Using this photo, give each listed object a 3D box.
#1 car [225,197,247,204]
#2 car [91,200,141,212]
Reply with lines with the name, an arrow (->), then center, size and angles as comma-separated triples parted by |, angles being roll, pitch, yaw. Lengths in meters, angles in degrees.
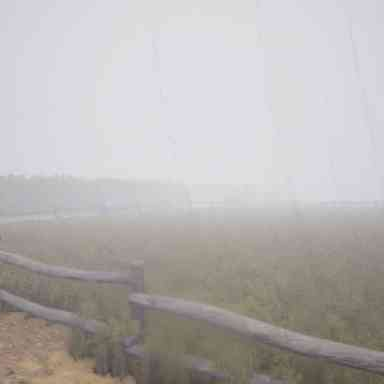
car -> 6.542, 1.464, 47.913 | 2.128, 1.511, 4.902 | 0, 0, 36
car -> -7.540, 1.516, 33.676 | 2.033, 1.411, 5.357 | 0, 0, 35
